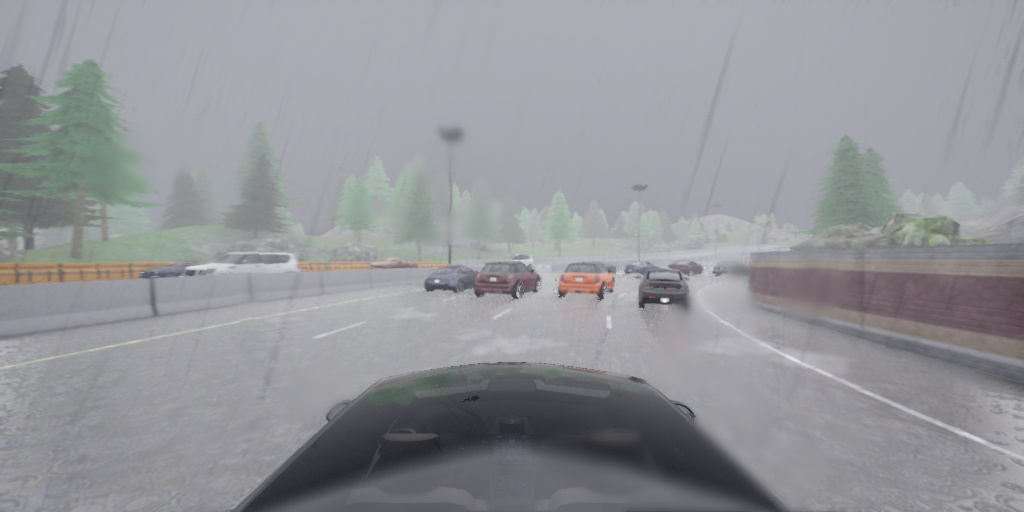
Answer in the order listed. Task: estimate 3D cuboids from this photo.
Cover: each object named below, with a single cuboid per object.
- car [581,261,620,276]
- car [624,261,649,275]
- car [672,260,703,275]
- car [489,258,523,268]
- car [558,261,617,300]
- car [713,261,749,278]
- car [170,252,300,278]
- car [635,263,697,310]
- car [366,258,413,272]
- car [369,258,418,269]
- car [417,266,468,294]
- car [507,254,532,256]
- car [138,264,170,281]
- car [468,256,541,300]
[{"bbox_3d":[9.139,1.203,36.960,4.181,1.385,1.994,0,1,-45],"label":"car"},{"bbox_3d":[12.882,1.175,35.746,4.674,1.442,1.812,-1,1,-44],"label":"car"},{"bbox_3d":[16.807,1.135,34.683,5.008,1.535,1.882,-1,1,-44],"label":"car"},{"bbox_3d":[-0.861,1.044,56.706,5.357,1.411,2.033,-1,1,-44],"label":"car"},{"bbox_3d":[3.845,1.063,17.997,2.097,1.767,4.553,1,0,23],"label":"car"},{"bbox_3d":[20.592,1.212,33.576,5.357,1.411,2.033,-1,1,-43],"label":"car"},{"bbox_3d":[-14.489,0.796,19.607,2.150,2.045,5.566,1,0,19],"label":"car"},{"bbox_3d":[6.362,1.284,15.147,1.837,1.490,4.892,1,1,21],"label":"car"},{"bbox_3d":[-14.388,0.971,42.454,1.882,1.535,5.008,0,0,38],"label":"car"},{"bbox_3d":[-12.646,1.115,38.987,1.895,1.301,4.718,0,0,36],"label":"car"},{"bbox_3d":[-3.000,1.228,19.851,1.994,1.385,4.181,0,0,22],"label":"car"},{"bbox_3d":[0.319,0.801,43.201,2.150,2.045,5.566,0,0,44],"label":"car"},{"bbox_3d":[-20.782,1.092,23.271,1.895,1.301,4.718,1,0,20],"label":"car"},{"bbox_3d":[-0.069,1.042,17.762,2.097,1.767,4.553,1,0,21],"label":"car"}]
